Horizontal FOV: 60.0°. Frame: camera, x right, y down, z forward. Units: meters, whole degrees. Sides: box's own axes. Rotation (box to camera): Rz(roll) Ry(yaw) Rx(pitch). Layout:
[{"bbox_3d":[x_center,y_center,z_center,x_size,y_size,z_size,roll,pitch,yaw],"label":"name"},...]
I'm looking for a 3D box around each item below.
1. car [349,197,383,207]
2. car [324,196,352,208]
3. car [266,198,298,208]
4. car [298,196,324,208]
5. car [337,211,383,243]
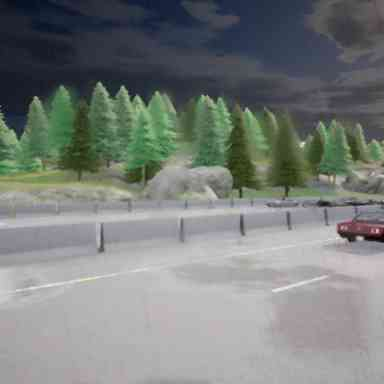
[{"bbox_3d":[18.746,1.359,34.498,4.718,1.301,1.895,0,0,-35],"label":"car"},{"bbox_3d":[17.606,1.262,37.976,4.892,1.490,1.837,0,0,-35],"label":"car"},{"bbox_3d":[11.568,1.356,42.277,4.718,1.301,1.895,0,0,-35],"label":"car"},{"bbox_3d":[15.470,1.282,40.751,4.674,1.442,1.812,0,0,-35],"label":"car"},{"bbox_3d":[8.165,1.441,13.863,4.718,1.301,1.895,-1,0,-35],"label":"car"}]
